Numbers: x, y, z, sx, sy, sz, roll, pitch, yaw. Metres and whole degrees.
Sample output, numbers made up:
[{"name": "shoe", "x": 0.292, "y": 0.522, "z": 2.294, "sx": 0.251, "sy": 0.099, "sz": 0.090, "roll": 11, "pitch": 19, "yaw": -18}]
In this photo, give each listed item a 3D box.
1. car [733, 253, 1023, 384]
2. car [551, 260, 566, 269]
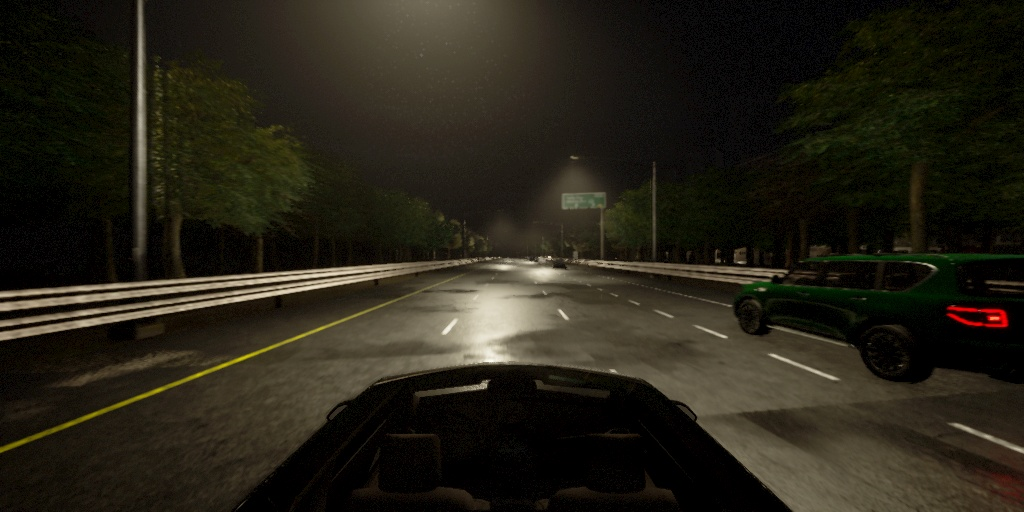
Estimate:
[{"name": "car", "x": 6.999, "y": 0.979, "z": 7.231, "sx": 2.150, "sy": 2.045, "sz": 5.566, "roll": 0, "pitch": 0, "yaw": 0}, {"name": "car", "x": 7.126, "y": 1.275, "z": 55.257, "sx": 2.033, "sy": 1.411, "sz": 5.357, "roll": 0, "pitch": 0, "yaw": 0}]
